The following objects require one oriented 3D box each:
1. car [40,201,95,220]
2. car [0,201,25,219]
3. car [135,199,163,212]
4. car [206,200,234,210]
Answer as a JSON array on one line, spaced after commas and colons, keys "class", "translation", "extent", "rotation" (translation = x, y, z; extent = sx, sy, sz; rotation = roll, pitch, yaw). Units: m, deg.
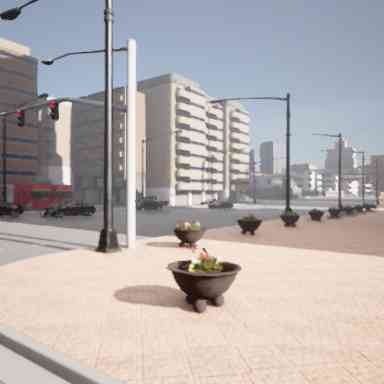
[{"class": "car", "translation": [-10.901, 1.556, 29.389], "extent": [2.128, 1.511, 4.902], "rotation": [0, 0, 35]}, {"class": "car", "translation": [-16.495, 1.488, 27.508], "extent": [2.128, 1.511, 4.902], "rotation": [0, 0, 35]}, {"class": "car", "translation": [-5.814, 1.722, 42.730], "extent": [1.882, 1.535, 5.008], "rotation": [0, -1, 35]}, {"class": "car", "translation": [4.498, 1.993, 51.227], "extent": [2.033, 1.411, 5.357], "rotation": [0, -1, 36]}]
